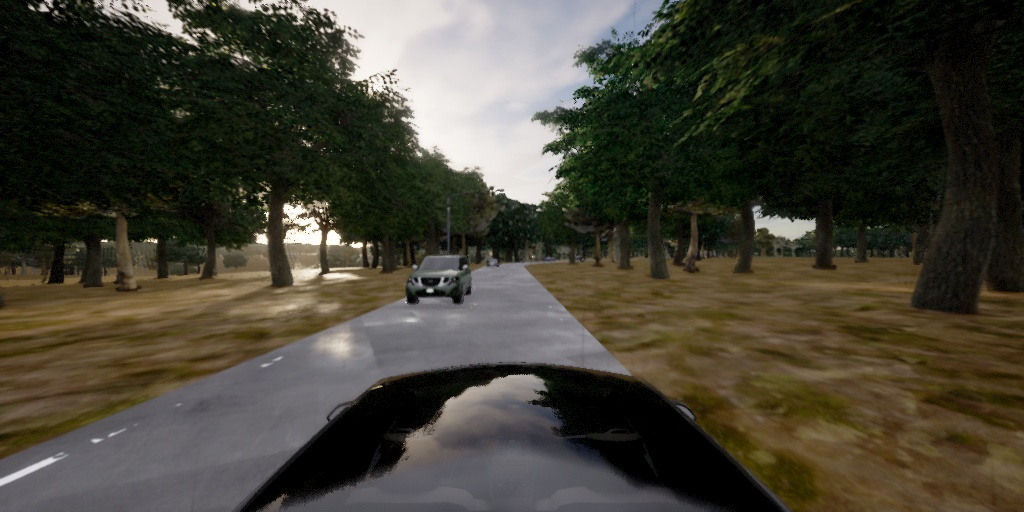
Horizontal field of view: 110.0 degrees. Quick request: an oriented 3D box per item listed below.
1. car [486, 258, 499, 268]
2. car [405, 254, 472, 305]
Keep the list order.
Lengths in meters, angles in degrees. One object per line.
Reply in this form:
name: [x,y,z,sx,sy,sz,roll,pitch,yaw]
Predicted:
car: [-3.059,1.104,57.311,2.128,1.511,4.902,0,0,0]
car: [-3.099,0.946,16.318,2.150,2.045,5.566,0,0,0]
